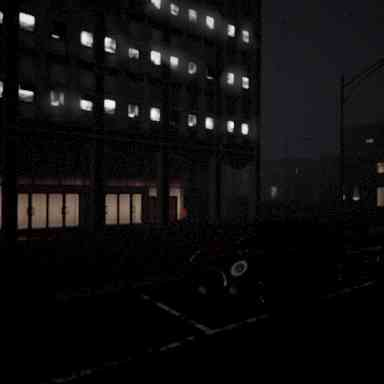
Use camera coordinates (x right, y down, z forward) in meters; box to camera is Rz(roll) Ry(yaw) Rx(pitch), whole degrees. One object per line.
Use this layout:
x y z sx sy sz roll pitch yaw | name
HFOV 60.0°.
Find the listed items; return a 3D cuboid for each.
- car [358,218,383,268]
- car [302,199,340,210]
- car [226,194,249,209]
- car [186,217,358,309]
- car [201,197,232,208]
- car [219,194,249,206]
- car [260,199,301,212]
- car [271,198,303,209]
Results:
6.454 1.583 11.192 4.403 1.369 2.008 0 0 -36 | car
16.447 1.547 42.676 1.752 1.417 4.829 1 0 -35 | car
6.503 1.247 42.311 2.192 1.841 5.009 1 0 -35 | car
1.829 1.456 7.874 4.097 1.590 1.967 0 0 -36 | car
3.344 1.460 46.859 2.008 1.369 4.403 1 0 -35 | car
7.076 1.270 56.184 2.192 1.841 5.009 1 0 -35 | car
9.657 1.506 37.761 2.008 1.369 4.403 1 0 -35 | car
13.386 1.581 47.086 1.802 1.307 4.206 1 0 -35 | car
